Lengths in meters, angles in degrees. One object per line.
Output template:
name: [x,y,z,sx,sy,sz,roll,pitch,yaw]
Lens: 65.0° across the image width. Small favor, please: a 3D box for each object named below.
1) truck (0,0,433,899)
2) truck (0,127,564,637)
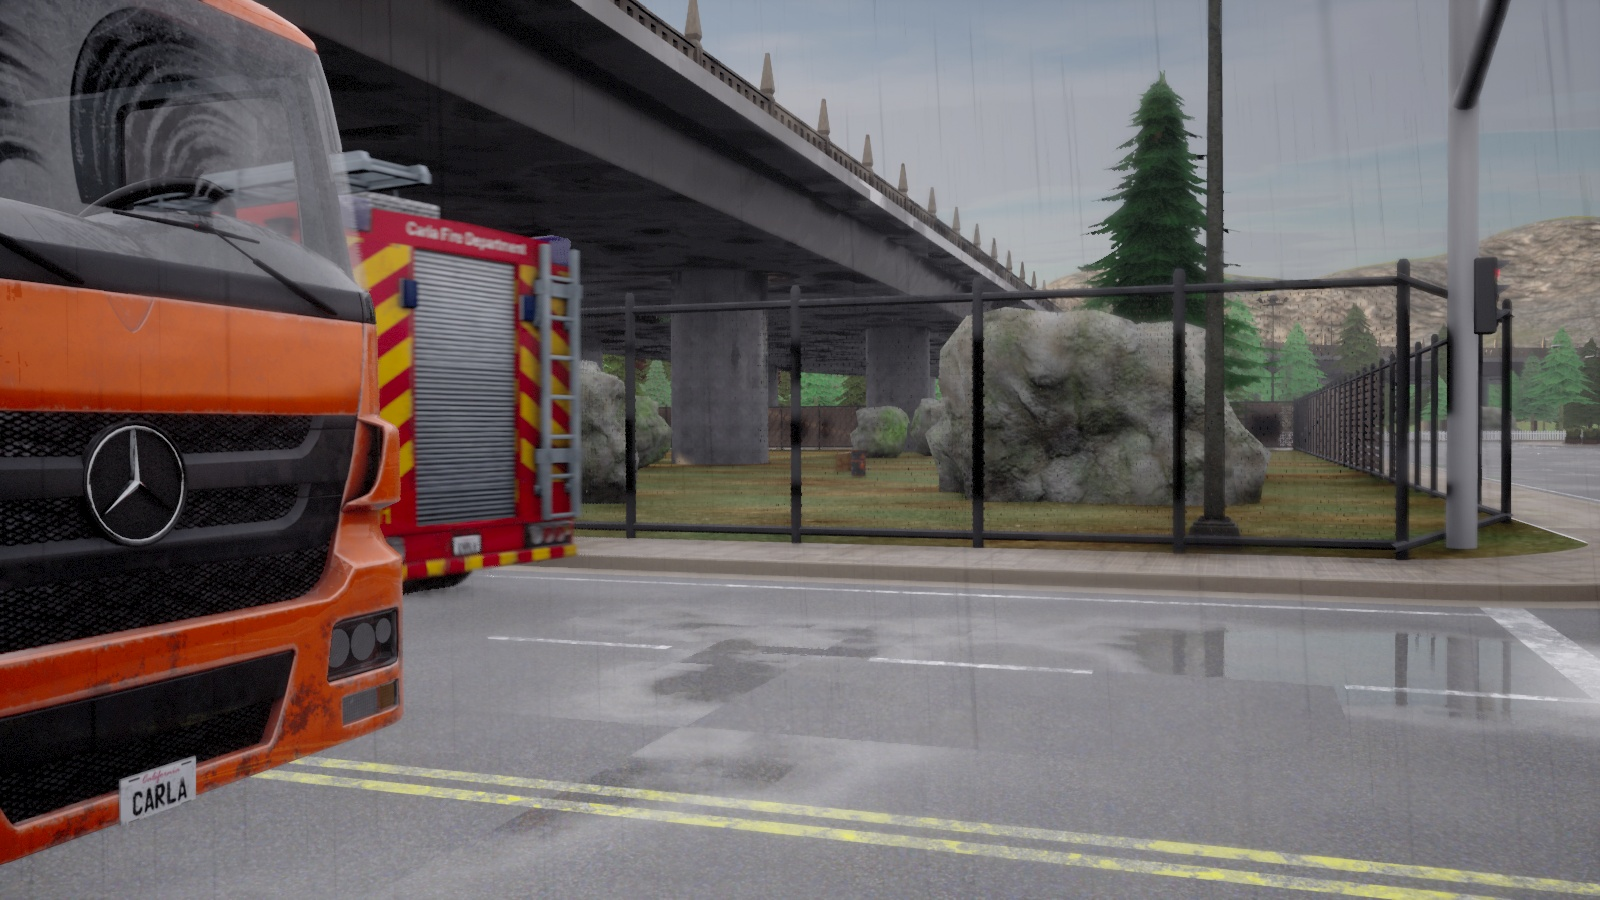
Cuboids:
truck: [-5.759,-0.259,5.158,7.936,3.462,2.891,0,1,19]
truck: [-6.650,-0.567,12.745,8.468,3.827,2.891,1,1,29]
